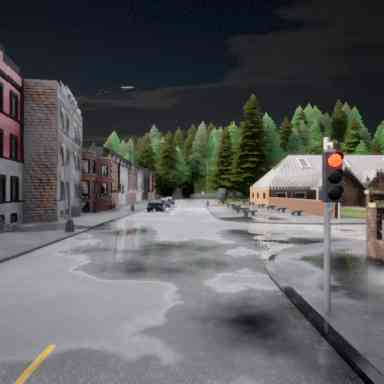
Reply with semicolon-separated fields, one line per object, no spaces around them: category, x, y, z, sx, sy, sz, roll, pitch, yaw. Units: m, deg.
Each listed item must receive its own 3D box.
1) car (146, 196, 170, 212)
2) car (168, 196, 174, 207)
car;-4.124;1.547;39.163;2.033;1.411;5.357;0;0;0
car;-4.133;1.525;48.776;1.812;1.442;4.674;0;0;0
